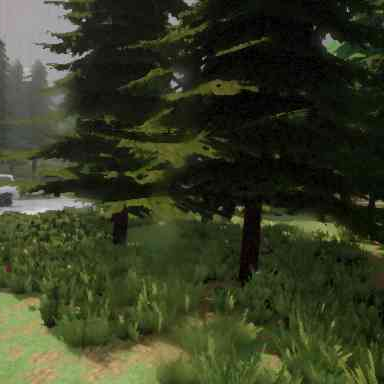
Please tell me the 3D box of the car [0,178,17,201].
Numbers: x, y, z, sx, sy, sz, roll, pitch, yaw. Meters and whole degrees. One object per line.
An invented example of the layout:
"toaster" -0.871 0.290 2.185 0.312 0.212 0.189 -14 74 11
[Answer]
"car" -12.924 -0.094 19.377 2.150 2.045 5.566 5 3 22
